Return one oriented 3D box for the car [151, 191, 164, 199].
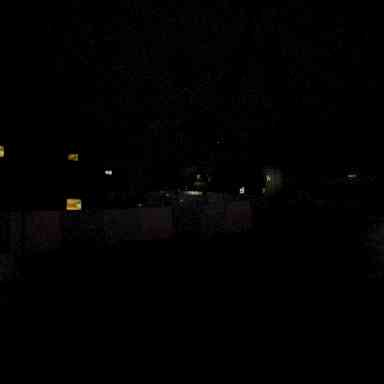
[{"bbox_3d":[-6.440,0.639,61.681,1.812,1.442,4.674,1,1,-21],"label":"car"}]
